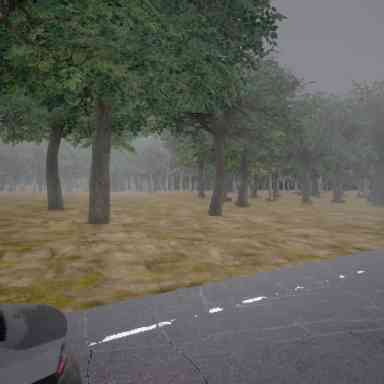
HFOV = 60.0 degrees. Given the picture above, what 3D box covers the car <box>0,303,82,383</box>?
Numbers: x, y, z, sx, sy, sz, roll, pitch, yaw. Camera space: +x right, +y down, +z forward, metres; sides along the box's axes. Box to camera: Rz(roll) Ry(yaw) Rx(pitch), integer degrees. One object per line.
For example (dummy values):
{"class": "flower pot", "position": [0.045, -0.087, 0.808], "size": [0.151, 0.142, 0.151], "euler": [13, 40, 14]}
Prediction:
{"class": "car", "position": [-3.145, 1.503, 1.751], "size": [4.892, 1.490, 1.837], "euler": [0, 0, -35]}
